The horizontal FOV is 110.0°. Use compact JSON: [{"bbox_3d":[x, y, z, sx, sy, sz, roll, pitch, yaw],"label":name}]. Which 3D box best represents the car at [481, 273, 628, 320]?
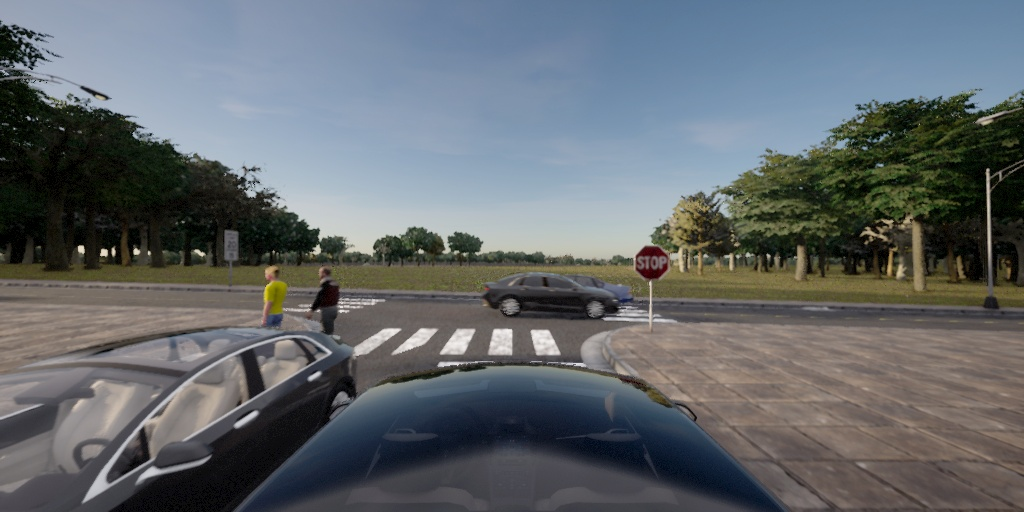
[{"bbox_3d":[1.352,1.395,13.004,4.892,1.490,1.837,2,-1,0],"label":"car"}]

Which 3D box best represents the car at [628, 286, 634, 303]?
[{"bbox_3d":[2.549,1.526,15.950,5.357,1.411,2.033,2,-1,0],"label":"car"}]

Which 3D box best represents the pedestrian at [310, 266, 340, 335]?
[{"bbox_3d":[-3.533,1.082,6.883,0.375,1.860,0.375,1,-1,0],"label":"pedestrian"}]

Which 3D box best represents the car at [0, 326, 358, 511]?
[{"bbox_3d":[-2.638,1.306,2.535,2.007,1.370,4.403,0,0,0],"label":"car"}]

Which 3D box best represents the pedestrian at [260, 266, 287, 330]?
[{"bbox_3d":[-4.172,1.078,6.282,0.375,1.860,0.375,1,-1,0],"label":"pedestrian"}]
